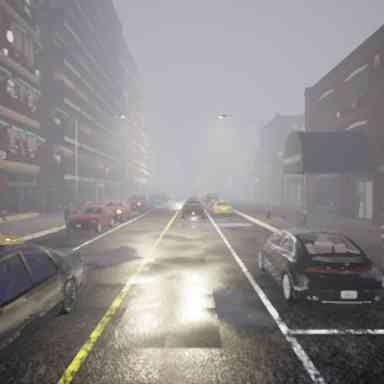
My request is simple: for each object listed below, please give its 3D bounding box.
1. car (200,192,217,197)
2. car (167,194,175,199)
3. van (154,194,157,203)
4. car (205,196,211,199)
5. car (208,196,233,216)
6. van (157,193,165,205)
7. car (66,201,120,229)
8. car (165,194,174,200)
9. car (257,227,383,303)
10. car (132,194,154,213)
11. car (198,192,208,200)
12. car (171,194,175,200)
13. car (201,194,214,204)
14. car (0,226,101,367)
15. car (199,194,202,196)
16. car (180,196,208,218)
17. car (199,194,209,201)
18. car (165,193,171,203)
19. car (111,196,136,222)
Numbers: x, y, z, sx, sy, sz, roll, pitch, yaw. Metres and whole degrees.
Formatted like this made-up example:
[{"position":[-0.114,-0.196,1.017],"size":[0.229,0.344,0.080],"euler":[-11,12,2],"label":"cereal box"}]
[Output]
[{"position":[2.692,1.128,46.660],"size":[2.192,1.841,5.009],"euler":[0,0,0],"label":"car"},{"position":[-5.690,1.241,90.974],"size":[2.008,1.369,4.403],"euler":[0,0,0],"label":"car"},{"position":[-5.689,1.172,41.122],"size":[1.690,1.788,3.998],"euler":[0,0,0],"label":"van"},{"position":[2.691,1.402,35.583],"size":[2.008,1.369,4.403],"euler":[0,0,0],"label":"car"},{"position":[2.692,1.397,30.214],"size":[1.752,1.417,4.829],"euler":[0,0,0],"label":"car"},{"position":[-5.689,1.135,52.199],"size":[1.690,1.788,3.998],"euler":[0,0,0],"label":"van"},{"position":[-5.688,1.462,18.965],"size":[1.887,1.381,4.507],"euler":[0,0,0],"label":"car"},{"position":[-5.690,1.253,85.436],"size":[2.008,1.369,4.403],"euler":[0,0,0],"label":"car"},{"position":[2.693,1.515,7.887],"size":[2.008,1.369,4.403],"euler":[0,0,0],"label":"car"},{"position":[-5.688,1.166,35.582],"size":[2.192,1.841,5.009],"euler":[0,0,0],"label":"car"},{"position":[2.691,1.031,79.898],"size":[2.192,1.841,5.009],"euler":[0,0,0],"label":"car"},{"position":[-5.690,1.282,79.898],"size":[1.947,1.339,4.313],"euler":[0,0,0],"label":"car"},{"position":[2.691,1.218,57.739],"size":[1.967,1.590,4.097],"euler":[0,0,0],"label":"car"},{"position":[-3.095,1.525,4.686],"size":[2.033,1.411,5.357],"euler":[0,0,0],"label":"car"},{"position":[0.101,1.338,46.683],"size":[1.812,1.442,4.674],"euler":[0,0,0],"label":"car"},{"position":[0.100,1.385,28.409],"size":[1.837,1.490,4.892],"euler":[0,1,0],"label":"car"},{"position":[2.691,1.171,74.358],"size":[1.967,1.590,4.097],"euler":[0,0,0],"label":"car"},{"position":[-5.689,1.077,63.278],"size":[2.192,1.841,5.009],"euler":[0,0,0],"label":"car"},{"position":[-5.688,1.334,24.503],"size":[1.967,1.590,4.097],"euler":[0,0,0],"label":"car"}]
